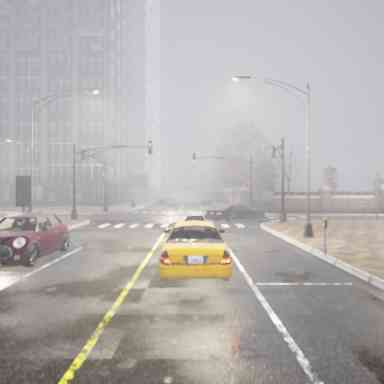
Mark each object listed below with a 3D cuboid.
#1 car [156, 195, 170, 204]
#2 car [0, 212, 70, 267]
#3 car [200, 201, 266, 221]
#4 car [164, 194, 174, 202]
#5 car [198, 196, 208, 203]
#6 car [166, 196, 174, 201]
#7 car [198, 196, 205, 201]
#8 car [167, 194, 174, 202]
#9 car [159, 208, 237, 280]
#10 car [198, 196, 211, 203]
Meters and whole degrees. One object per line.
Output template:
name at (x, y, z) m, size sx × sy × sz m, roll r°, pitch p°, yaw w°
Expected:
car at (-5.994, 1.739, 65.816) m, size 1.947 × 1.339 × 4.313 m, roll 0°, pitch 0°, yaw 0°
car at (-5.717, 1.477, 11.294) m, size 1.967 × 1.590 × 4.097 m, roll 0°, pitch 0°, yaw 0°
car at (3.492, 1.611, 26.272) m, size 5.357 × 1.411 × 2.033 m, roll 0°, pitch 0°, yaw -39°
car at (-6.047, 1.522, 88.059) m, size 2.192 × 1.841 × 5.009 m, roll 0°, pitch 0°, yaw 0°
car at (2.505, 1.747, 77.013) m, size 2.008 × 1.369 × 4.403 m, roll 0°, pitch 0°, yaw 0°
car at (-6.061, 1.774, 93.620) m, size 1.947 × 1.339 × 4.313 m, roll 0°, pitch 0°, yaw 0°
car at (2.478, 1.752, 88.134) m, size 1.887 × 1.381 × 4.507 m, roll 0°, pitch 0°, yaw 0°
car at (-6.034, 1.643, 82.500) m, size 1.967 × 1.590 × 4.097 m, roll 0°, pitch 0°, yaw 0°
car at (0.075, 1.489, 9.938) m, size 1.801 × 1.575 × 5.366 m, roll 0°, pitch 0°, yaw 0°
car at (2.606, 1.726, 60.338) m, size 1.947 × 1.339 × 4.313 m, roll 0°, pitch 0°, yaw 0°
